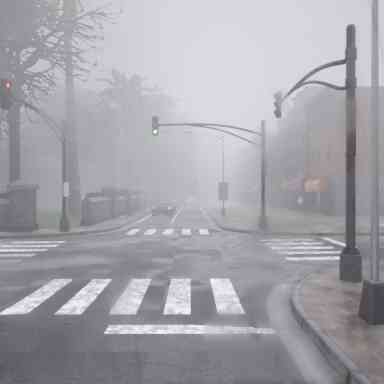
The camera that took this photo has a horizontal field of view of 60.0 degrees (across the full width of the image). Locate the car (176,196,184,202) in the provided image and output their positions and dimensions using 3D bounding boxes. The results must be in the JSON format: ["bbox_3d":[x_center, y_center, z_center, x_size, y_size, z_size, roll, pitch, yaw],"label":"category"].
[{"bbox_3d":[-3.054,1.842,83.628,1.887,1.381,4.507,0,0,0],"label":"car"}]

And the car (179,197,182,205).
[{"bbox_3d":[-2.885,1.693,49.497,1.802,1.307,4.206,0,0,0],"label":"car"}]

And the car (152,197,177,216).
[{"bbox_3d":[-2.800,1.490,32.432,1.967,1.590,4.097,0,0,0],"label":"car"}]

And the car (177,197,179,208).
[{"bbox_3d":[-2.828,1.508,38.120,1.967,1.590,4.097,0,0,0],"label":"car"}]

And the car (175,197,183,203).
[{"bbox_3d":[-3.026,1.806,77.940,1.887,1.381,4.507,0,0,0],"label":"car"}]

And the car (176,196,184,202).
[{"bbox_3d":[-3.083,1.886,89.317,2.008,1.369,4.403,-1,0,0],"label":"car"}]

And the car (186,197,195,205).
[{"bbox_3d":[-0.329,1.723,66.973,1.812,1.442,4.674,0,0,0],"label":"car"}]

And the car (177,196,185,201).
[{"bbox_3d":[-3.111,1.941,95.005,1.947,1.339,4.313,-1,0,0],"label":"car"}]

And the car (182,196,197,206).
[{"bbox_3d":[-0.279,1.671,56.970,1.812,1.442,4.674,0,0,0],"label":"car"}]
